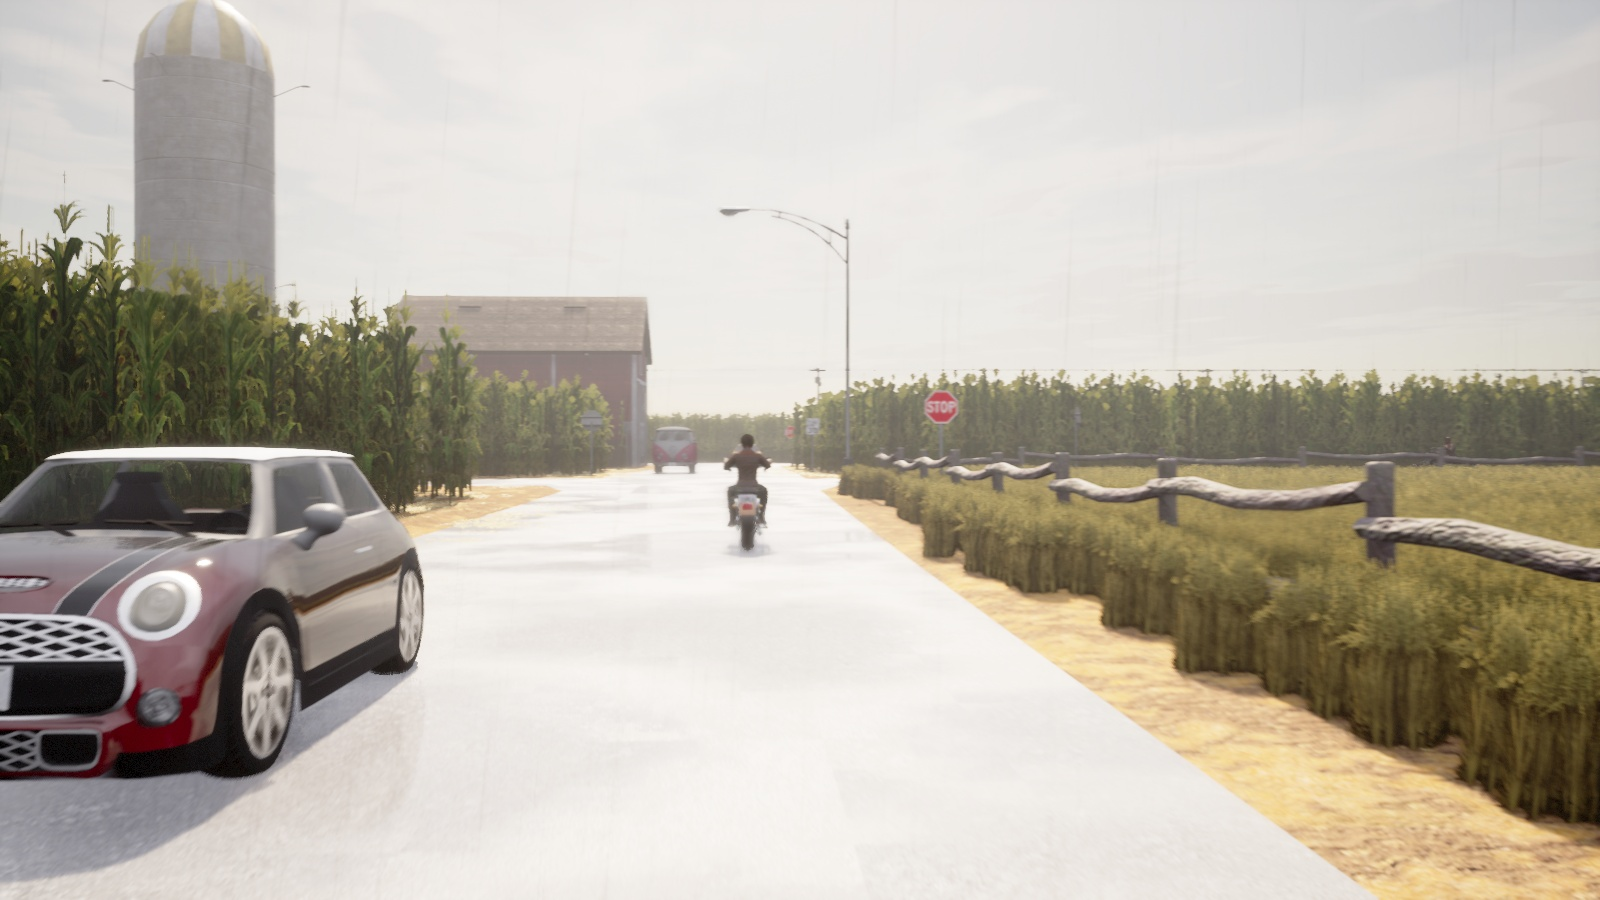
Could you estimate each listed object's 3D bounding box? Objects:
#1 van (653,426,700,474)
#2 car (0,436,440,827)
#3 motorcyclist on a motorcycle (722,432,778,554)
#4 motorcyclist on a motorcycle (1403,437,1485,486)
[{"bbox_3d":[-5.275,-0.003,54.201,1.775,1.987,4.442,0,0,-2],"label":"van"},{"bbox_3d":[-3.360,0.673,6.626,1.970,1.475,3.806,0,0,-2],"label":"car"},{"bbox_3d":[-0.722,0.572,18.155,0.766,1.649,2.350,0,0,-2],"label":"motorcyclist on a motorcycle"},{"bbox_3d":[21.625,0.380,42.204,2.350,1.649,0.766,0,0,-2],"label":"motorcyclist on a motorcycle"}]
